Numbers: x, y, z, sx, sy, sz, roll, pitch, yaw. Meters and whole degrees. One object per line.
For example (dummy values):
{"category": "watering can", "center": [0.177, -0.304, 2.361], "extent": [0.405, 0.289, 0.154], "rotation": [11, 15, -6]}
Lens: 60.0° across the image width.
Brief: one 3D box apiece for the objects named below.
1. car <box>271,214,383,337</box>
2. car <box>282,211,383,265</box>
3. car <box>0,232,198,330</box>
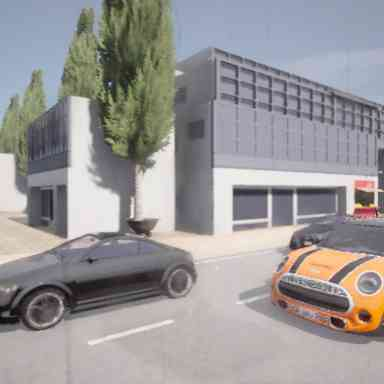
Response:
{"category": "car", "center": [3.671, 1.332, 6.618], "extent": [4.553, 1.767, 2.097], "rotation": [0, 0, -35]}
{"category": "car", "center": [5.502, 1.532, 12.231], "extent": [4.181, 1.385, 1.994], "rotation": [0, 0, -35]}
{"category": "car", "center": [-1.928, 1.561, 6.910], "extent": [4.181, 1.385, 1.994], "rotation": [0, 0, -35]}
